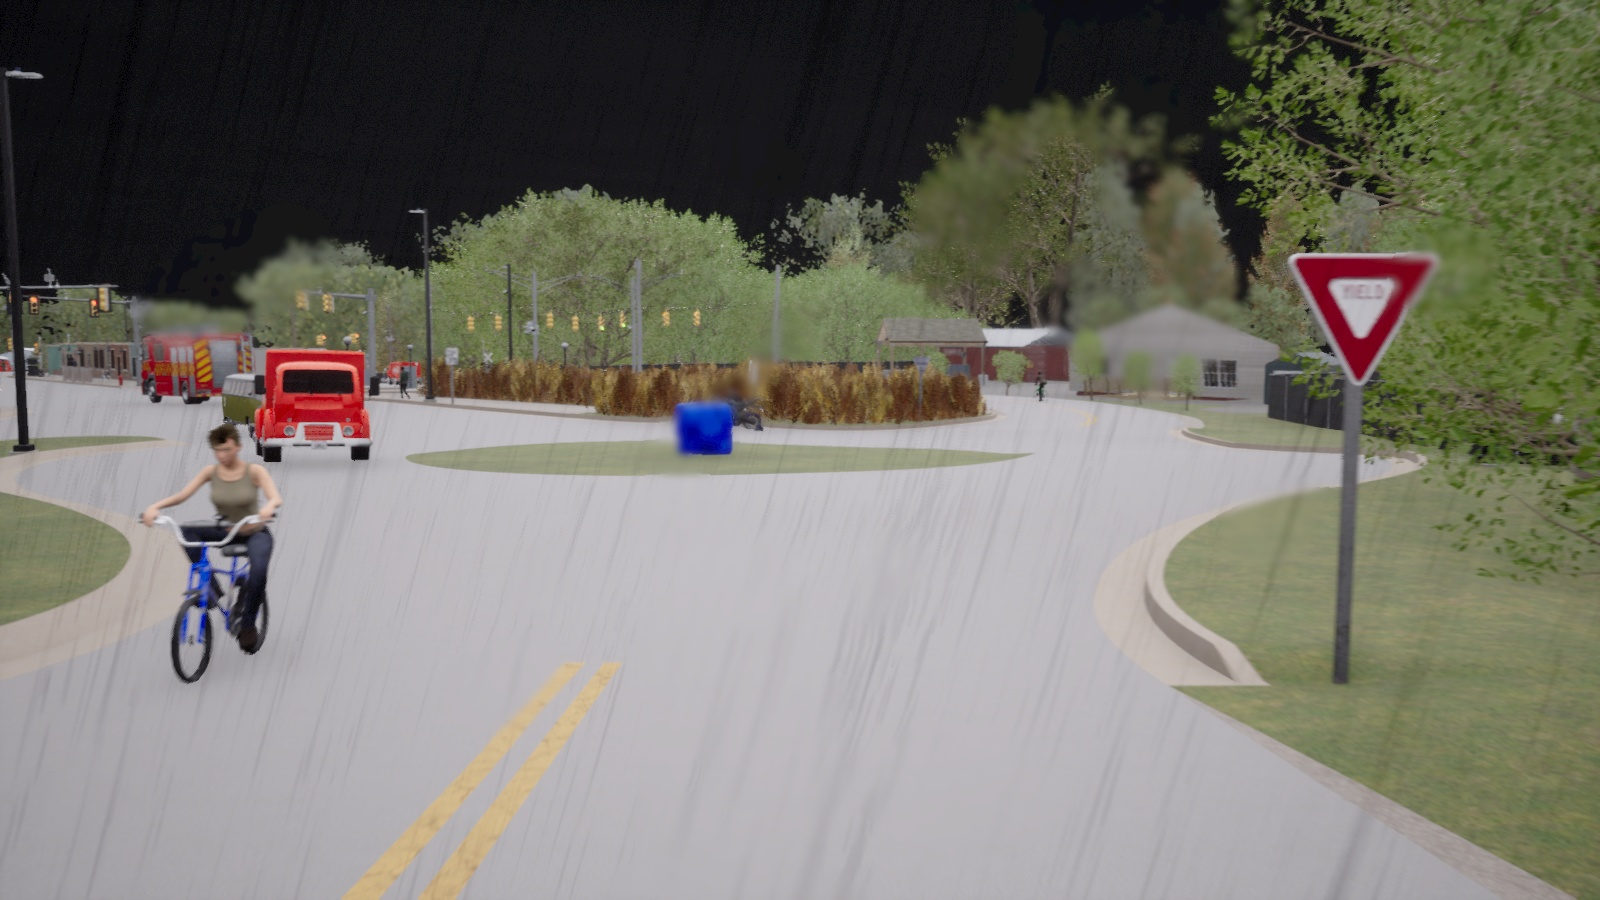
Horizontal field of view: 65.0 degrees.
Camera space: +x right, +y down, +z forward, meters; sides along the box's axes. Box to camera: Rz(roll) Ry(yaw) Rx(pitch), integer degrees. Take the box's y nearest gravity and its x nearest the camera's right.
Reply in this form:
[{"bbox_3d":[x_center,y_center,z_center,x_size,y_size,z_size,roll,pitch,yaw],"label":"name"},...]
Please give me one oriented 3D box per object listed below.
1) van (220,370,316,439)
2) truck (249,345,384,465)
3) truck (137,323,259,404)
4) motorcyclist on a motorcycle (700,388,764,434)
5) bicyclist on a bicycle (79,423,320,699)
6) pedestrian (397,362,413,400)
[{"bbox_3d":[-17.423,-1.540,41.024,1.775,1.987,4.442,-4,6,-37],"label":"van"},{"bbox_3d":[-11.072,-1.060,28.618,2.627,2.467,5.204,0,3,-23],"label":"truck"},{"bbox_3d":[-30.545,-4.359,63.514,2.891,3.827,8.468,-5,6,-44],"label":"truck"},{"bbox_3d":[-2.432,-1.416,44.967,2.191,1.530,0.866,2,6,4],"label":"motorcyclist on a motorcycle"},{"bbox_3d":[-3.798,0.633,8.101,0.866,1.612,1.509,0,1,-3],"label":"bicyclist on a bicycle"},{"bbox_3d":[-20.806,-3.622,66.089,0.788,1.949,0.423,5,7,42],"label":"pedestrian"}]
